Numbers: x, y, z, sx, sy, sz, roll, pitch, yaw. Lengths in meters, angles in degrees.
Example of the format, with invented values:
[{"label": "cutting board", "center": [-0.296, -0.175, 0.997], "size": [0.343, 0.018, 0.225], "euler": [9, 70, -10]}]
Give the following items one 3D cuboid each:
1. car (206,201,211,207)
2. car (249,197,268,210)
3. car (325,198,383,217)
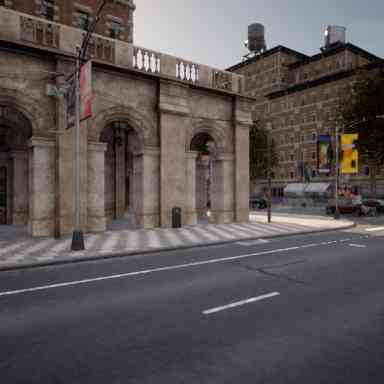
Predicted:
[{"label": "car", "center": [1.151, 1.595, 46.040], "size": [1.895, 1.301, 4.718], "euler": [0, 0, -36]}, {"label": "car", "center": [7.553, 1.564, 42.527], "size": [1.994, 1.385, 4.181], "euler": [0, 0, -36]}, {"label": "car", "center": [14.958, 1.352, 31.300], "size": [2.097, 1.767, 4.553], "euler": [0, 0, -28]}]
